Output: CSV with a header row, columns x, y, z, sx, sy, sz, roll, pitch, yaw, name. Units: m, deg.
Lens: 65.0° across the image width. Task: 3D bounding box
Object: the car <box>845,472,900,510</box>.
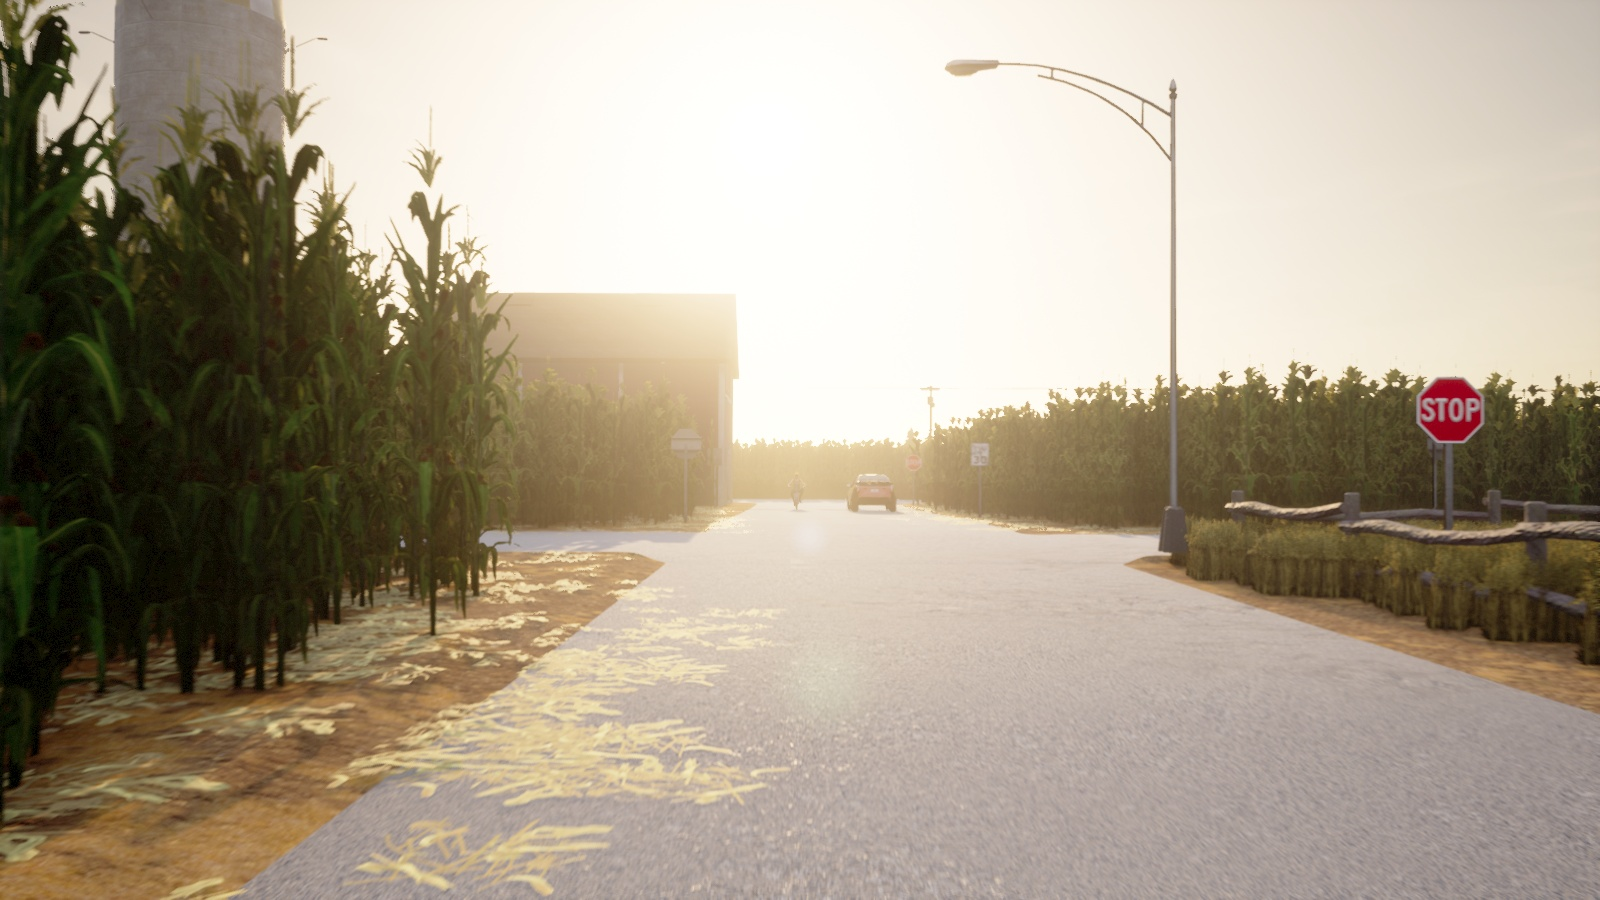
x,y,z,sx,sy,sz,roll,pitch,yaw,name
2.974,1.701,52.196,2.007,1.525,4.514,0,-2,0,car
